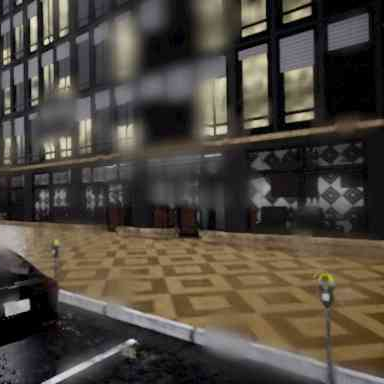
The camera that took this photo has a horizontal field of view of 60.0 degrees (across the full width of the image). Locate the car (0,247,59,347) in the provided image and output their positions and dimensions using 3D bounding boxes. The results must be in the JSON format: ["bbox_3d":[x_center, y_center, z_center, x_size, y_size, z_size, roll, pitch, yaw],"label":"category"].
[{"bbox_3d":[-4.061,1.628,5.740,4.313,1.339,1.947,-1,-1,35],"label":"car"}]
